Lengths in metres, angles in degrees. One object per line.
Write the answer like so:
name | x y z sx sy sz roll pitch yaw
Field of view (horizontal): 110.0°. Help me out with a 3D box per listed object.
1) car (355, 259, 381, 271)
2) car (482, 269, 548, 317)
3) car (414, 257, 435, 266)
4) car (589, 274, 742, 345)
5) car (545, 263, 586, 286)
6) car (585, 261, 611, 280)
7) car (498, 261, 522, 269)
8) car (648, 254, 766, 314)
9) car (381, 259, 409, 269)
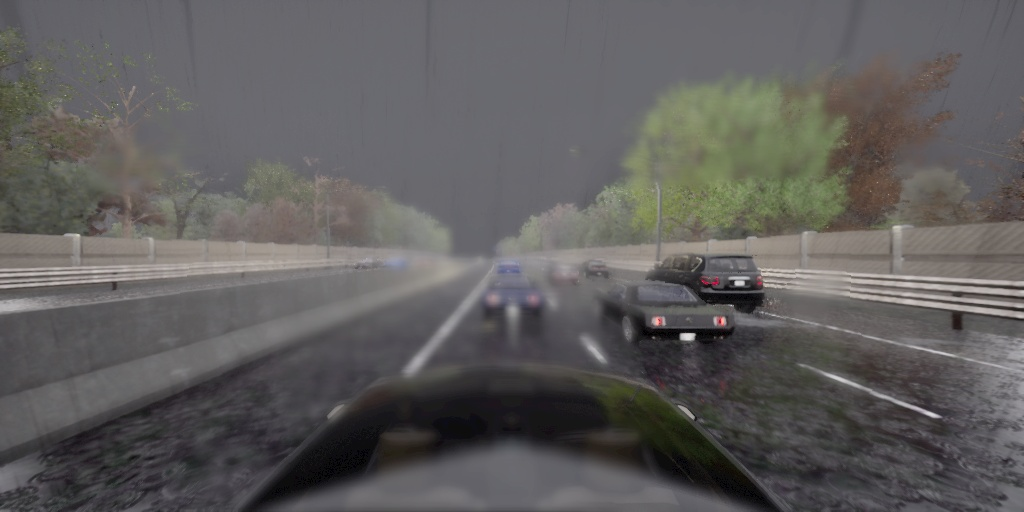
car | -18.151 1.147 45.891 2.033 1.411 5.357 2 0 -1
car | 0.031 1.322 12.964 1.895 1.301 4.718 0 0 0
car | -11.172 0.985 46.176 2.097 1.767 4.553 0 0 -1
car | 3.535 1.331 9.416 1.895 1.301 4.718 0 0 0
car | 3.396 1.239 24.810 2.033 1.411 5.357 0 0 0
car | 6.838 1.183 30.015 1.837 1.490 4.892 0 0 -1
car | -0.183 1.152 31.452 1.882 1.535 5.008 0 0 -1
car | 7.031 0.939 13.769 2.150 2.045 5.566 0 0 0
car | -14.664 1.112 45.798 1.882 1.535 5.008 0 0 -1
